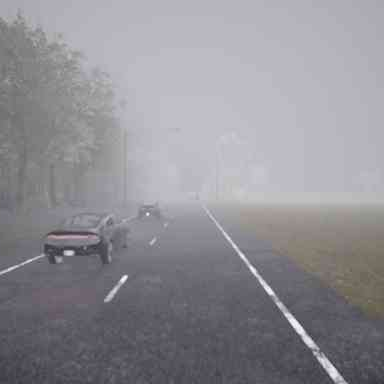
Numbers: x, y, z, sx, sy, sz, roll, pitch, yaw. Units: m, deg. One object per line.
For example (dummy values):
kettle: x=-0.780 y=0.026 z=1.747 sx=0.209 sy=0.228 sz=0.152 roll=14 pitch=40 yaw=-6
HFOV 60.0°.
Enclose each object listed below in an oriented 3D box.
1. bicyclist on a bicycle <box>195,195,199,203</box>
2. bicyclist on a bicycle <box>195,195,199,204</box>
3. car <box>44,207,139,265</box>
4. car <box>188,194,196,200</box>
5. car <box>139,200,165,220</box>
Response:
bicyclist on a bicycle: x=0.955 y=1.326 z=65.505 sx=0.866 sy=1.612 sz=1.509 roll=0 pitch=0 yaw=0
bicyclist on a bicycle: x=0.962 y=1.360 z=55.309 sx=0.582 sy=1.620 sz=1.656 roll=0 pitch=0 yaw=0
car: x=-3.400 y=1.471 z=11.621 sx=2.128 sy=1.511 sz=4.902 roll=0 pitch=0 yaw=0
car: x=0.001 y=1.331 z=81.980 sx=1.994 sy=1.385 sz=4.181 roll=0 pitch=0 yaw=0
car: x=-3.403 y=1.457 z=27.984 sx=1.837 sy=1.490 sz=4.892 roll=0 pitch=0 yaw=0
